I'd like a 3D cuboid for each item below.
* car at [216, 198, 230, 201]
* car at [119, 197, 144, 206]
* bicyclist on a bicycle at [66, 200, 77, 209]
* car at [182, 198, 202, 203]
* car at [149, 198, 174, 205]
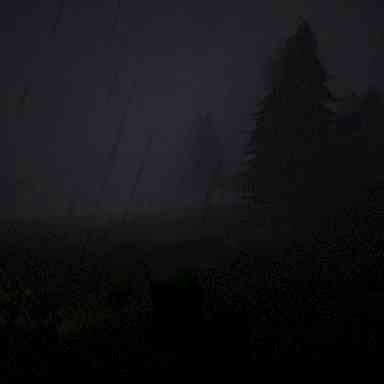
[{"bbox_3d":[6.321,1.651,59.548,1.895,1.301,4.718,0,0,36],"label":"car"},{"bbox_3d":[-8.905,1.548,49.398,1.816,1.474,4.193,6,3,33],"label":"car"},{"bbox_3d":[-10.740,1.536,29.664,1.656,1.620,0.582,3,2,36],"label":"bicyclist on a bicycle"},{"bbox_3d":[0.348,1.576,51.127,1.812,1.442,4.674,0,0,36],"label":"car"},{"bbox_3d":[-4.637,1.638,50.378,1.994,1.385,4.181,0,0,36],"label":"car"}]
